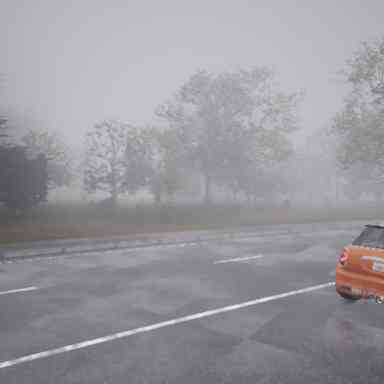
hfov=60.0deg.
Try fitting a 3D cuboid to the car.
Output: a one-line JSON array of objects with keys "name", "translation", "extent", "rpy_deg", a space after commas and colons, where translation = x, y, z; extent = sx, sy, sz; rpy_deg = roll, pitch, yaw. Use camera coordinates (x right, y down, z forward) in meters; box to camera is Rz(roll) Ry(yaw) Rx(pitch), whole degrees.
[{"name": "car", "translation": [5.200, 1.381, 7.050], "extent": [4.553, 1.767, 2.097], "rpy_deg": [0, 0, -31]}]
